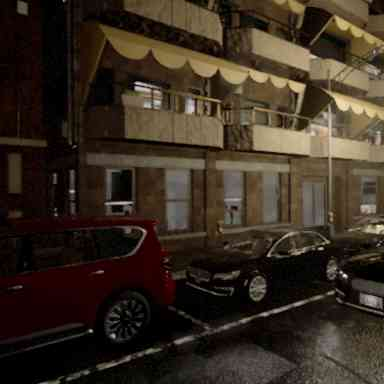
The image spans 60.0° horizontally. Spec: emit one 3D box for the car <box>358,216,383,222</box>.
[{"bbox_3d":[6.383,1.516,11.180,4.403,1.369,2.008,0,0,-36],"label":"car"}]

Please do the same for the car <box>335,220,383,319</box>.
[{"bbox_3d":[4.844,1.467,6.749,4.902,1.511,2.128,0,0,-36],"label":"car"}]

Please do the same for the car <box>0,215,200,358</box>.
[{"bbox_3d":[-2.588,1.317,4.720,5.009,1.841,2.192,0,0,-36],"label":"car"}]

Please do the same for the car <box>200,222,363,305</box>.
[{"bbox_3d":[1.899,1.534,7.949,4.403,1.369,2.008,0,0,-36],"label":"car"}]
